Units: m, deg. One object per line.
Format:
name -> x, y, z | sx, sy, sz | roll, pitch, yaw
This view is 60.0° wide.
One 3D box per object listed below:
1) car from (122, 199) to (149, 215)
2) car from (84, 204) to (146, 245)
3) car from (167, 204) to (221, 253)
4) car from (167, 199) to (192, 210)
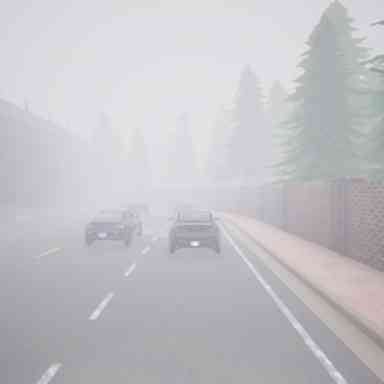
car -> -5.456, 1.355, 31.379 | 1.882, 1.535, 5.008 | 1, 0, -22
car -> -3.413, 1.467, 14.959 | 1.812, 1.442, 4.674 | 0, 0, 0
car -> 0.103, 1.452, 13.415 | 1.837, 1.490, 4.892 | 0, 0, 0
car -> -1.043, 1.388, 29.973 | 1.837, 1.490, 4.892 | 1, 0, -14
